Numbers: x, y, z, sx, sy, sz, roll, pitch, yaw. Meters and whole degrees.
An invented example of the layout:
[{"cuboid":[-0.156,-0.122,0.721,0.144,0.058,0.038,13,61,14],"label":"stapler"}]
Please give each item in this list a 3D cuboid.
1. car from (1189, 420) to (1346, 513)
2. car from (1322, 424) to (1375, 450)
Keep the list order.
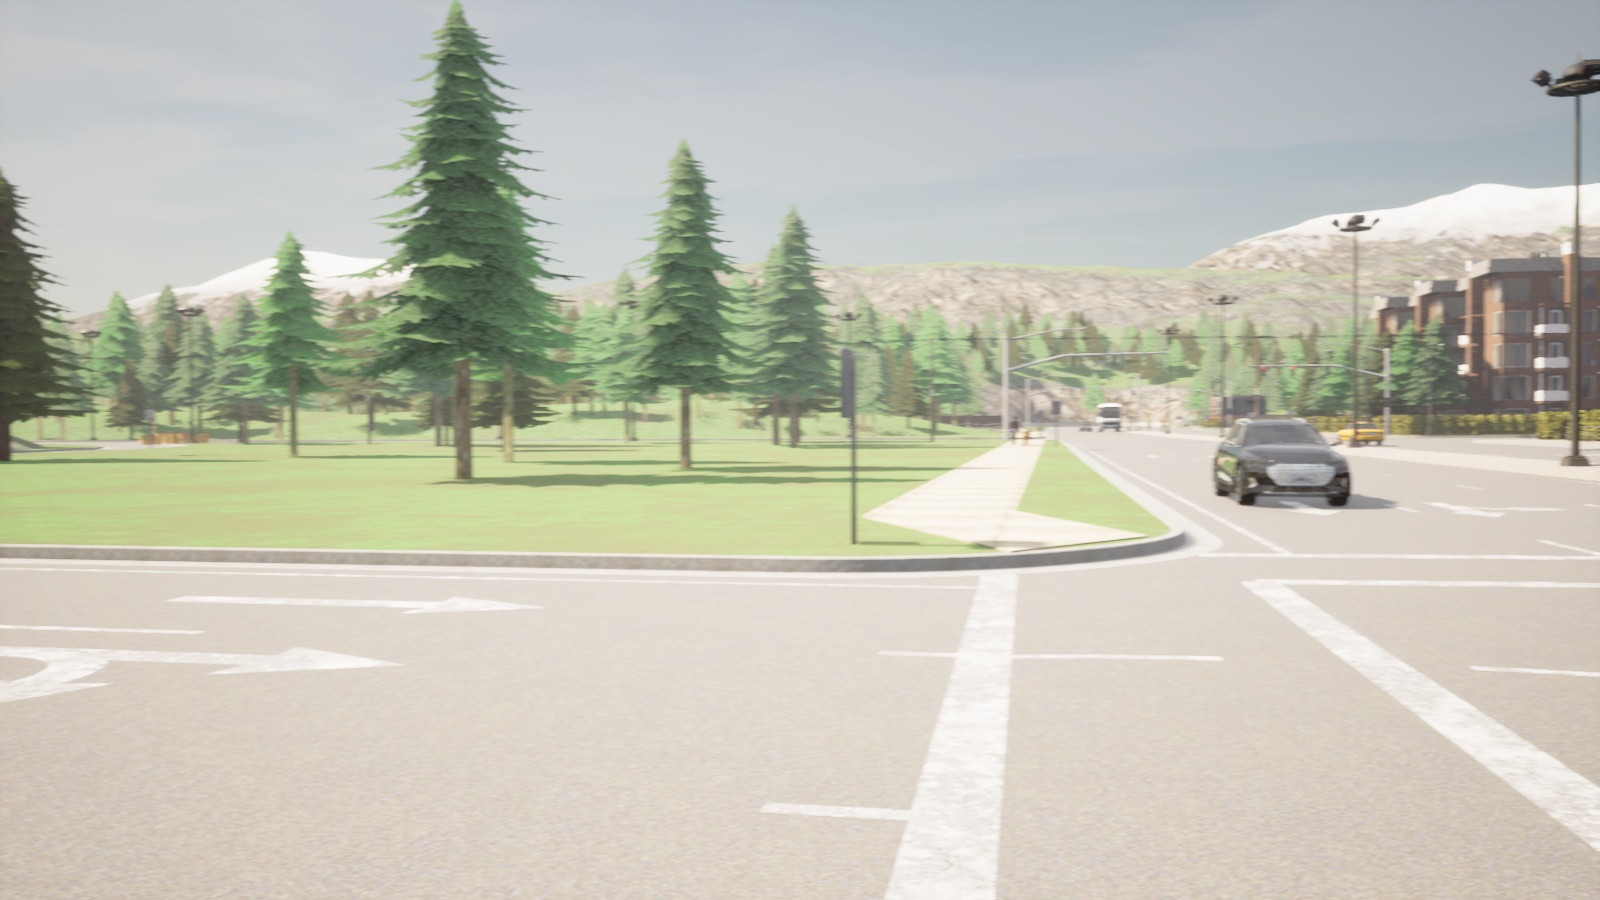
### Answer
[{"cuboid":[9.053,0.240,24.741,2.033,1.649,4.856,0,1,10],"label":"car"},{"cuboid":[33.826,-0.840,77.600,1.801,1.575,5.366,0,1,10],"label":"car"}]
